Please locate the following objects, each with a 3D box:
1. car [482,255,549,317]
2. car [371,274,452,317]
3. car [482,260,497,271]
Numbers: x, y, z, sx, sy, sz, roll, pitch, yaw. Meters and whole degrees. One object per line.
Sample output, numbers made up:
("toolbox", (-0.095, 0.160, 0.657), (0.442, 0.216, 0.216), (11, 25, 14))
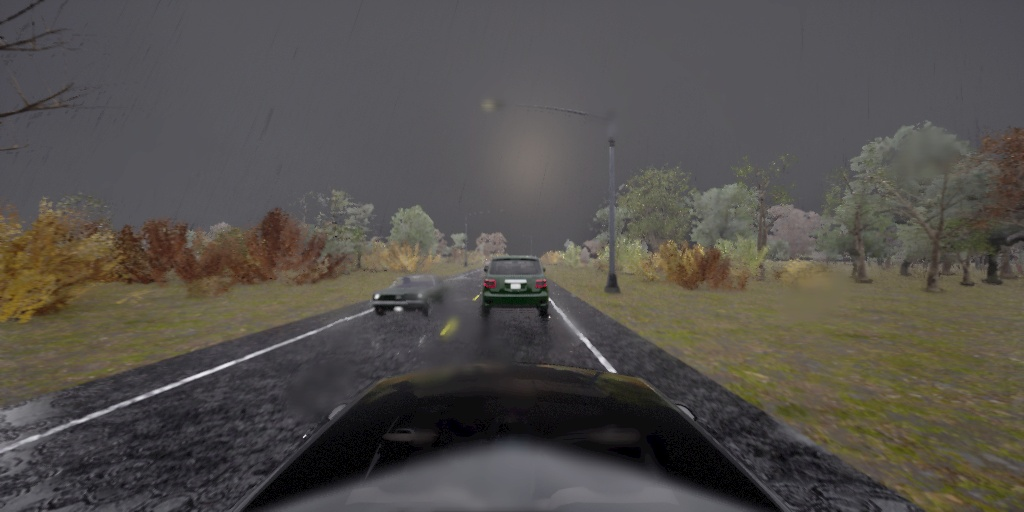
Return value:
("car", (0.114, 1.001, 13.439), (2.150, 2.045, 5.566), (0, 0, 0))
("car", (-3.584, 1.379, 13.569), (1.895, 1.301, 4.718), (0, 0, 0))
("car", (-3.292, 1.361, 54.351), (1.882, 1.535, 5.008), (0, 0, 1))
